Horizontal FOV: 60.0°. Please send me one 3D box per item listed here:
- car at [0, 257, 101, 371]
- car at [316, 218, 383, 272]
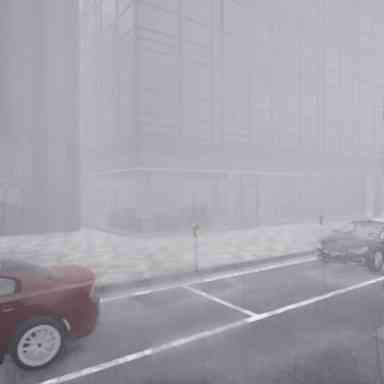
[{"bbox_3d":[-3.436,1.545,4.088,4.507,1.381,1.887,0,0,-35],"label":"car"},{"bbox_3d":[5.766,1.532,10.642,4.403,1.369,2.008,0,0,-35],"label":"car"}]
